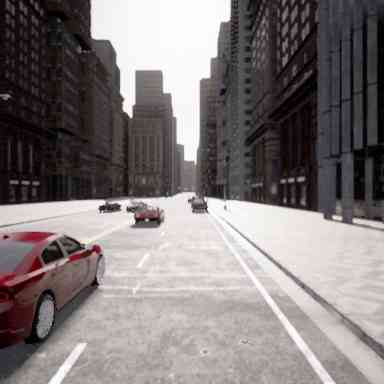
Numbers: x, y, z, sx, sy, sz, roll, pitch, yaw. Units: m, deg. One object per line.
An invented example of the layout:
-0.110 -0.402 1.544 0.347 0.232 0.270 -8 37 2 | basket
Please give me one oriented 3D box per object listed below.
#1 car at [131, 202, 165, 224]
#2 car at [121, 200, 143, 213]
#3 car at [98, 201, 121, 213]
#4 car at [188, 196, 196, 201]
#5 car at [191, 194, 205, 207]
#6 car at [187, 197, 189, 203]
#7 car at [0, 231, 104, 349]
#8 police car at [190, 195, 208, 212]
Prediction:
-3.153 1.689 25.505 1.895 1.301 4.718 0 0 0 | car
-6.598 1.693 39.807 2.033 1.411 5.357 0 0 0 | car
-9.845 1.748 40.174 1.895 1.301 4.718 0 0 0 | car
-0.008 1.807 92.112 2.128 1.511 4.902 0 0 0 | car
0.970 1.446 56.834 2.150 2.045 5.566 0 0 0 | car
-0.006 1.730 74.068 1.994 1.385 4.181 0 0 0 | car
-3.152 1.499 6.473 1.882 1.535 5.008 0 0 0 | car
0.971 1.576 40.913 1.930 1.638 5.238 0 0 0 | police car
